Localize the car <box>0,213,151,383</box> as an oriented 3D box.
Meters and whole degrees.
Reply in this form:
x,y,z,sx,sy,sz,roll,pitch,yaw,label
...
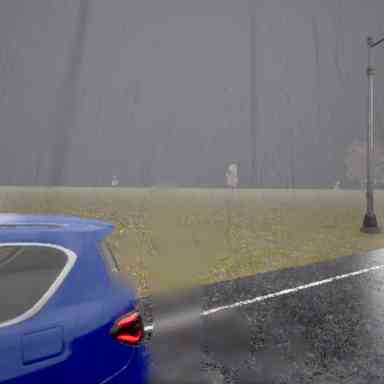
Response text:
x,y,z,sx,sy,sz,roll,pitch,yaw,label
-2.948,1.221,1.898,5.566,2.045,2.150,0,0,-35,car
